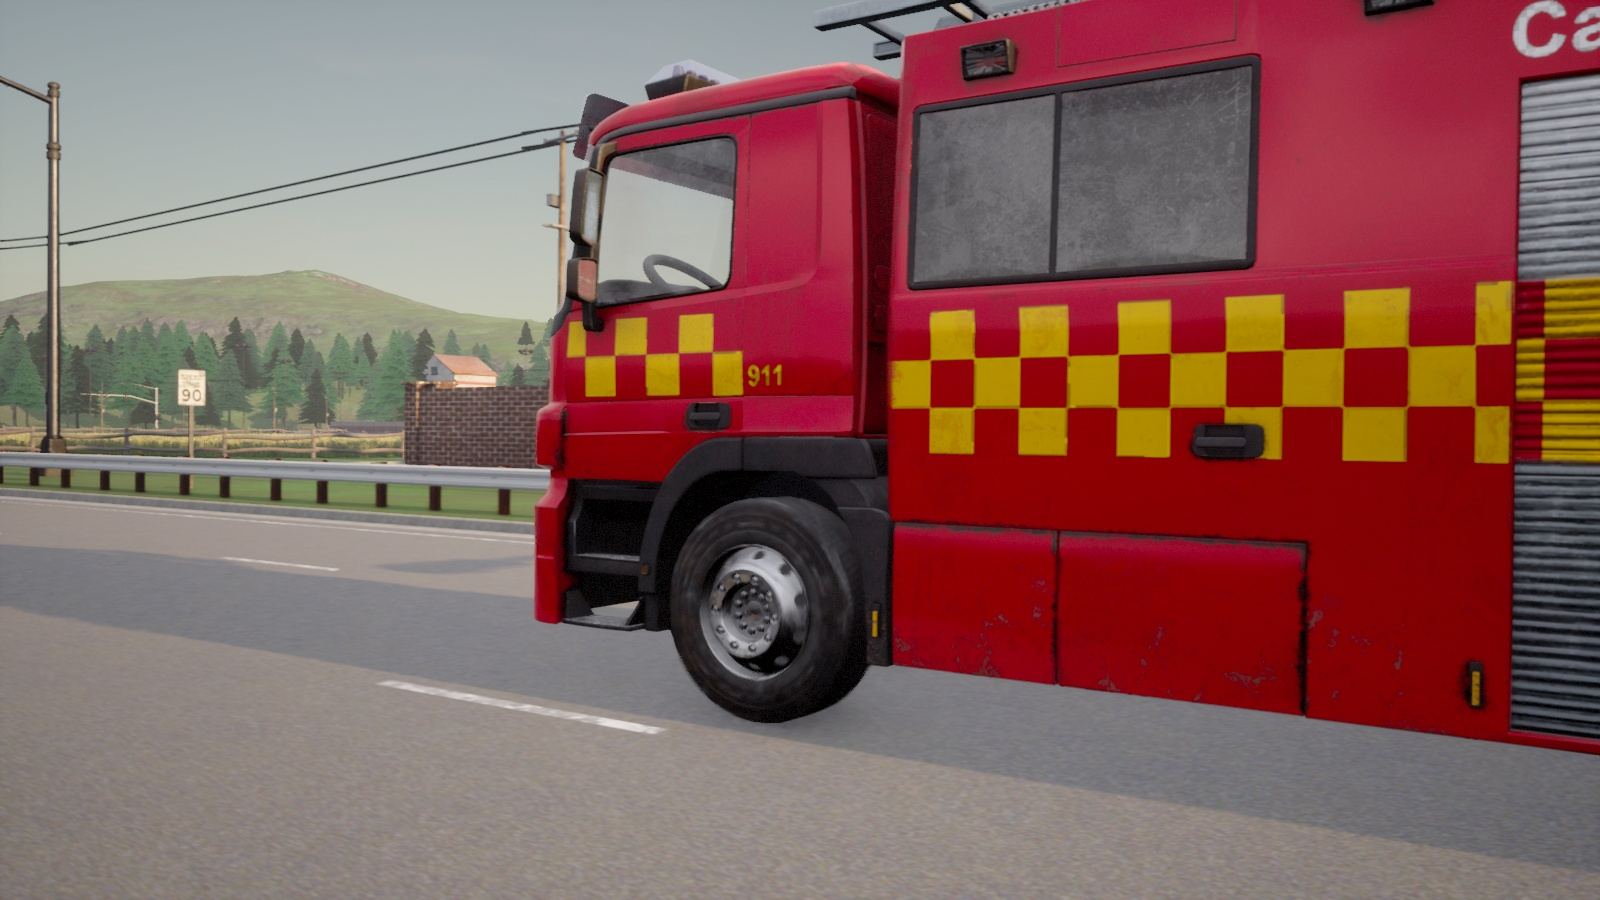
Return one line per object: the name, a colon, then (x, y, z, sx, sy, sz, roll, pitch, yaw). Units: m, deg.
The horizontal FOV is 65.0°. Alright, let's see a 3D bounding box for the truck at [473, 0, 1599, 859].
truck: (2.447, -0.540, 6.177, 8.468, 3.827, 2.891, 0, 1, 34)
